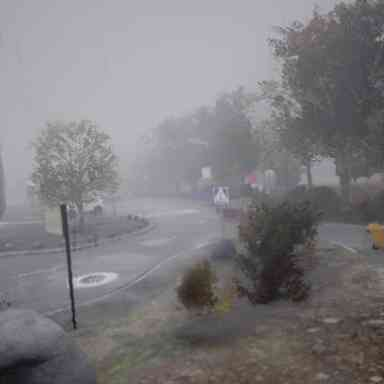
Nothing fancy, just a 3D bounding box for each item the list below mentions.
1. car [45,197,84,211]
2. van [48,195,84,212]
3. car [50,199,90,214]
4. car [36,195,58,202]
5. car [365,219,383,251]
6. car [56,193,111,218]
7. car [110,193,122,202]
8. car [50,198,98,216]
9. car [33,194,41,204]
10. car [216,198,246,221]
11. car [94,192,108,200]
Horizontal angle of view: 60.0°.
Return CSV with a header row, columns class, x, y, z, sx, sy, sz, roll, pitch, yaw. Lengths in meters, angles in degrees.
class,x,y,z,sx,sy,sz,roll,pitch,yaw
car,-19.464,1.846,50.939,2.097,1.535,5.008,-2,4,43
van,-18.185,1.651,48.171,1.878,1.987,4.442,-2,4,43
car,-16.712,1.925,45.605,2.002,1.452,4.674,-2,4,43
car,-37.330,1.681,85.660,2.163,1.488,4.792,-3,3,43
car,7.286,1.394,10.911,1.882,1.535,5.008,-3,0,13
car,-12.579,1.691,37.569,2.435,2.045,5.566,-2,4,43
car,-14.588,0.922,61.954,2.097,1.767,4.553,-5,3,-27
car,-15.200,1.883,43.076,1.946,1.575,5.366,-2,4,43
car,-31.869,1.447,74.978,2.435,2.045,5.566,-3,3,43
car,3.695,1.236,26.054,2.097,1.767,4.553,-5,3,-25
car,-19.591,0.876,71.407,1.812,1.442,4.674,-5,3,-28
